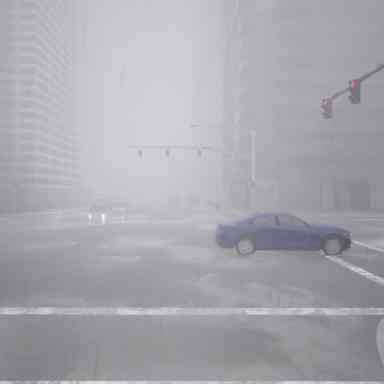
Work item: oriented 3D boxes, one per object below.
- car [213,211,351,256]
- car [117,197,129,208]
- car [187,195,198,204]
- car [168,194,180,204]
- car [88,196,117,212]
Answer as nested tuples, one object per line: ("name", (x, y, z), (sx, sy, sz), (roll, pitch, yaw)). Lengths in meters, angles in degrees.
("car", (3.309, 1.478, 12.497), (5.008, 1.535, 1.882), (0, 0, 0))
("car", (-10.630, 1.526, 49.627), (1.812, 1.442, 4.674), (0, 0, 0))
("car", (0.050, 1.352, 63.498), (2.097, 1.767, 4.553), (0, 0, 0))
("car", (-3.454, 1.352, 63.494), (2.097, 1.767, 4.553), (0, 0, 0))
("car", (-10.632, 1.505, 39.367), (1.837, 1.490, 4.892), (0, 0, 0))
